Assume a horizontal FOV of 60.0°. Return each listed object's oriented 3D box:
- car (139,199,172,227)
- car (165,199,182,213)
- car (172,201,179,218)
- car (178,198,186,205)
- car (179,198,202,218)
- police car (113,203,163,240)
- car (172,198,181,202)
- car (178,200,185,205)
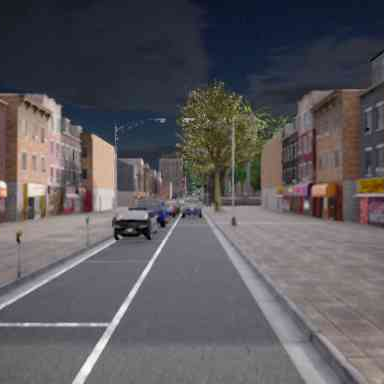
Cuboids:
[{"bbox_3d":[-2.983,1.568,25.628,2.150,2.045,5.566,0,-1,0],"label":"car"},{"bbox_3d":[-2.641,1.952,47.820,2.192,1.841,5.009,0,-1,0],"label":"car"},{"bbox_3d":[-2.640,2.031,36.594,1.887,1.381,4.507,0,-1,0],"label":"car"},{"bbox_3d":[-2.663,2.552,91.250,2.192,1.841,5.009,0,-1,0],"label":"car"},{"bbox_3d":[0.023,1.835,36.367,2.097,1.767,4.553,0,-1,1],"label":"car"},{"bbox_3d":[-3.010,1.673,18.706,1.930,1.638,5.238,0,-1,0],"label":"police car"},{"bbox_3d":[-2.640,1.876,42.208,2.192,1.841,5.009,0,-1,0],"label":"car"},{"bbox_3d":[-2.658,2.687,85.810,1.752,1.417,4.829,0,-1,0],"label":"car"}]
